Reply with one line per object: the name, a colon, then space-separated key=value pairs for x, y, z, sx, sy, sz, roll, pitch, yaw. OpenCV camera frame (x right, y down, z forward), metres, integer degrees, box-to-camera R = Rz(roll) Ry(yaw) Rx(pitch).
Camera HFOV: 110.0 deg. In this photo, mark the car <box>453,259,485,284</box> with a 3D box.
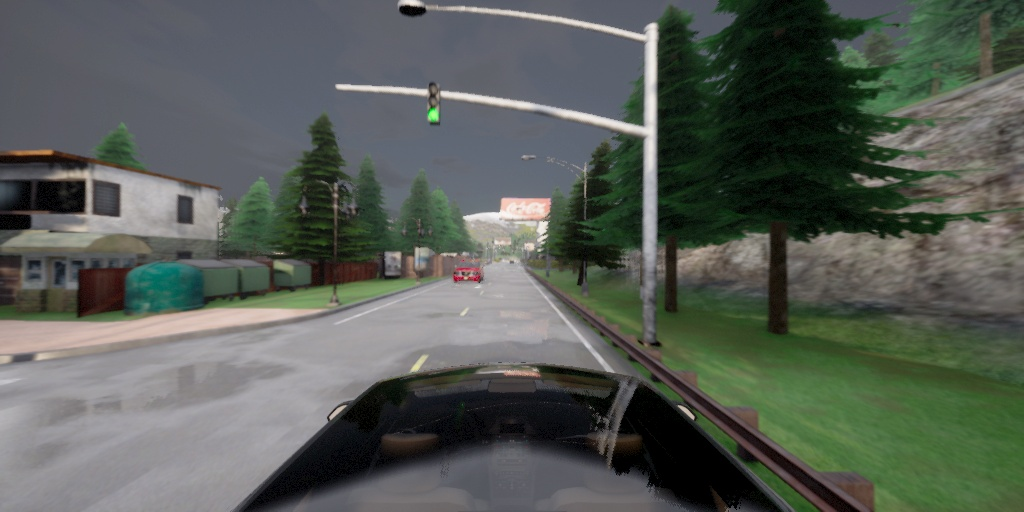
car: x=-3.493 y=1.277 z=29.879 sx=2.150 sy=2.045 sz=5.566 roll=0 pitch=1 yaw=0
